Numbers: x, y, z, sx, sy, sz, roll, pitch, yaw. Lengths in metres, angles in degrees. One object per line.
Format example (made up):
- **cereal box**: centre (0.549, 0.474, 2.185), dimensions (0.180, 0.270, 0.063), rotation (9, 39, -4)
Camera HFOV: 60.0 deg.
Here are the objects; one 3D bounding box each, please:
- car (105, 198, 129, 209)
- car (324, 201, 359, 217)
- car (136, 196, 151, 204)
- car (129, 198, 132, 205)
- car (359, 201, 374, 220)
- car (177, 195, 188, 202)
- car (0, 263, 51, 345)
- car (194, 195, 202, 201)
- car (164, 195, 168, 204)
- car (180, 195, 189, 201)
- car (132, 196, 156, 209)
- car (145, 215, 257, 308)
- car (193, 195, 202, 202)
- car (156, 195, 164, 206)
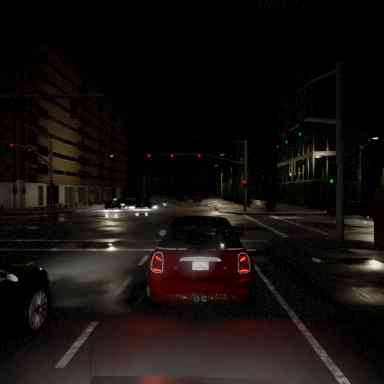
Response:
- **car**: centre (-10.161, 1.564, 44.144), dimensions (1.994, 1.385, 4.181), rotation (0, 0, 1)
- **car**: centre (14.506, 1.547, 30.020), dimensions (4.902, 1.511, 2.128), rotation (0, 0, 1)
- **car**: centre (-9.531, 1.492, 65.709), dimensions (2.128, 1.511, 4.902), rotation (0, 0, 2)
- **car**: centre (-9.928, 1.601, 54.441), dimensions (1.895, 1.301, 4.718), rotation (0, 0, 2)
- **car**: centre (16.693, 1.603, 26.473), dimensions (5.357, 1.411, 2.033), rotation (0, 0, 1)
- **car**: centre (-2.253, 1.524, 73.850), dimensions (2.128, 1.511, 4.902), rotation (0, 0, 2)
- **car**: centre (-3.396, 1.492, 3.880), dimensions (2.128, 1.511, 4.902), rotation (0, 0, 1)
- **car**: centre (1.547, 1.478, 83.984), dimensions (1.882, 1.535, 5.008), rotation (0, 0, 2)
- **car**: centre (-6.021, 1.352, 66.023), dimensions (2.097, 1.767, 4.553), rotation (0, 0, 2)
- **car**: centre (-1.956, 1.540, 83.937), dimensions (2.033, 1.411, 5.357), rotation (0, 0, 2)
- **car**: centre (-6.630, 1.564, 46.139), dimensions (1.994, 1.385, 4.181), rotation (0, 0, 1)
- **car**: centre (0.220, 1.352, 8.109), dimensions (2.097, 1.767, 4.553), rotation (0, 0, 2)
- **car**: centre (1.246, 1.478, 73.830), dimensions (1.882, 1.535, 5.008), rotation (0, 0, 2)
- **car**: centre (-6.405, 1.491, 55.042), dimensions (2.128, 1.511, 4.902), rotation (0, 0, 2)
